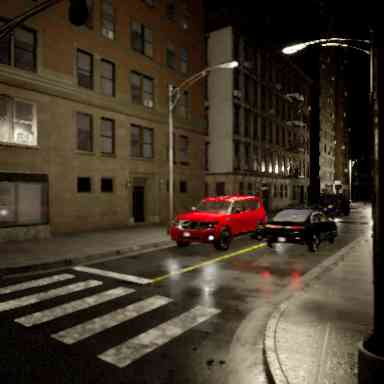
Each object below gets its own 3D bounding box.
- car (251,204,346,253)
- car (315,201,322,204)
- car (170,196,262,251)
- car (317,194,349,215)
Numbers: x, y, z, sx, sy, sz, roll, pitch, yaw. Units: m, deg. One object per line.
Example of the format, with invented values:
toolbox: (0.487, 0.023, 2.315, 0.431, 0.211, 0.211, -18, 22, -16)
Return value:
car: (4.627, 1.469, 13.840, 2.128, 1.511, 4.902, 0, 0, 36)
car: (7.196, 1.540, 22.925, 1.994, 1.385, 4.181, 0, 0, 35)
car: (1.389, 1.221, 14.662, 2.150, 2.045, 5.566, 0, 0, 35)
car: (13.350, 1.172, 31.655, 2.150, 2.045, 5.566, 0, 0, 36)
